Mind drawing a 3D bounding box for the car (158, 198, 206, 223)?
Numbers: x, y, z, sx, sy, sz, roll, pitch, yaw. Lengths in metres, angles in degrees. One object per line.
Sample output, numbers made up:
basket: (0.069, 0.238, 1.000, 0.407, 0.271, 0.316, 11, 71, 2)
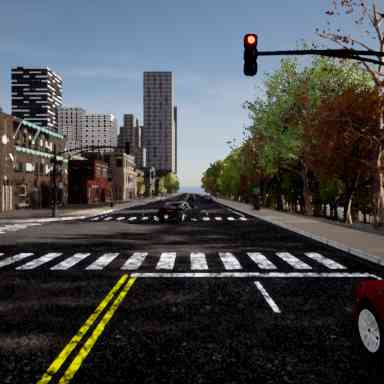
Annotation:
car: (-0.872, 1.495, 25.771, 1.837, 1.490, 4.892, 3, 1, 24)

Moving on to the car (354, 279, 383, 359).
car: (3.342, 1.477, 2.947, 1.882, 1.535, 5.008, 0, 0, 0)

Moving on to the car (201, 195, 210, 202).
car: (3.059, 1.459, 76.308, 1.837, 1.490, 4.892, 0, 0, 0)

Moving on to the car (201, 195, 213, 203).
car: (3.181, 1.513, 65.814, 2.033, 1.411, 5.357, 0, 0, 0)

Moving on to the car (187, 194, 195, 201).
car: (-0.196, 1.269, 75.997, 1.882, 1.535, 5.008, 0, 0, 0)

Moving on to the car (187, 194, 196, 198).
car: (-0.171, 1.491, 65.996, 1.812, 1.442, 4.674, 0, 0, 0)
